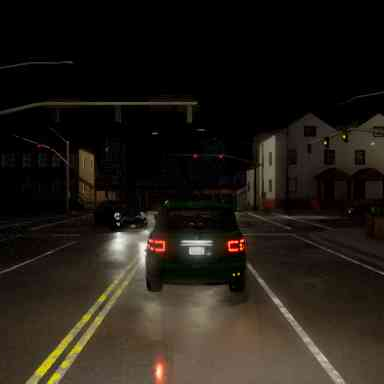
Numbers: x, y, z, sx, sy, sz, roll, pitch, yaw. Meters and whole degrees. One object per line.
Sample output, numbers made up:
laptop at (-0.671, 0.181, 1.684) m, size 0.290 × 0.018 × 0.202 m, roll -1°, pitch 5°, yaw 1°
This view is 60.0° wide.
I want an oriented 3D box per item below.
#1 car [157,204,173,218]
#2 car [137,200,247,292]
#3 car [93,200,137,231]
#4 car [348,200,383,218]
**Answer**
car at (-3.593, 2.597, 45.329) m, size 1.812 × 1.442 × 4.674 m, roll 0°, pitch -9°, yaw 0°
car at (0.090, 1.221, 9.059) m, size 2.150 × 2.045 × 5.566 m, roll 0°, pitch 0°, yaw 0°
car at (-4.535, 1.338, 20.675) m, size 2.097 × 1.767 × 4.553 m, roll -1°, pitch 1°, yaw -33°
car at (16.563, 1.491, 29.786) m, size 4.902 × 1.511 × 2.128 m, roll 0°, pitch 0°, yaw -1°
